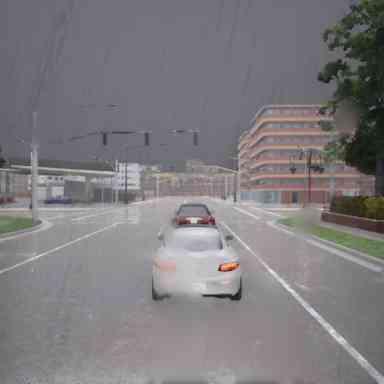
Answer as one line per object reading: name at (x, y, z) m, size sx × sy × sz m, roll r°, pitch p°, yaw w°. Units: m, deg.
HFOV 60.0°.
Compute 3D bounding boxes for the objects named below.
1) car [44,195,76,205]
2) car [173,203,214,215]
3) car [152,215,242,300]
car at (-23.382, 1.349, 57.981) m, size 4.611 × 1.667 × 2.242 m, roll 0°, pitch 0°, yaw 1°
car at (0.080, 1.368, 17.250) m, size 2.097 × 1.767 × 4.553 m, roll 0°, pitch 0°, yaw 0°
car at (0.095, 1.533, 8.258) m, size 1.812 × 1.442 × 4.674 m, roll 0°, pitch 0°, yaw 0°
